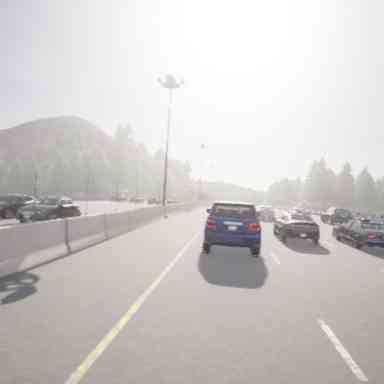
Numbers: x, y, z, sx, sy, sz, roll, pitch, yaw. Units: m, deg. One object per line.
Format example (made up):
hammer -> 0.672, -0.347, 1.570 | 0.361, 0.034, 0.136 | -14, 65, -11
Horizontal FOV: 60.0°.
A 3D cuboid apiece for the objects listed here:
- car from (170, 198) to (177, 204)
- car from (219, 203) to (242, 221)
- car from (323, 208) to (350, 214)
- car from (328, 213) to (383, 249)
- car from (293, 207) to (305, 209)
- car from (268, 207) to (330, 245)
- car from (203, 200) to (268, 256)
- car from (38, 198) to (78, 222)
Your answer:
car -> -3.526, 1.741, 62.165 | 1.882, 1.535, 5.008 | 3, -1, 7
car -> 3.857, 1.908, 33.130 | 2.033, 1.411, 5.357 | 3, 0, 7
car -> 14.430, 2.352, 33.244 | 2.097, 1.767, 4.553 | 3, 0, 7
car -> 9.129, 2.164, 17.666 | 2.033, 1.411, 5.357 | 3, 0, 7
car -> 11.076, 2.332, 34.796 | 1.812, 1.442, 4.674 | 3, 0, 6
car -> 5.719, 1.908, 18.586 | 2.128, 1.511, 4.902 | 3, 0, 7
car -> 1.729, 1.378, 14.329 | 2.150, 2.045, 5.566 | 3, 0, 7
car -> -8.395, 1.059, 19.911 | 2.128, 1.511, 4.902 | 3, 0, 7
